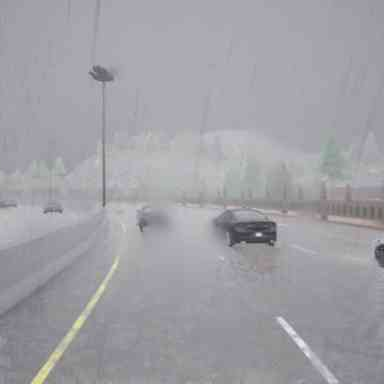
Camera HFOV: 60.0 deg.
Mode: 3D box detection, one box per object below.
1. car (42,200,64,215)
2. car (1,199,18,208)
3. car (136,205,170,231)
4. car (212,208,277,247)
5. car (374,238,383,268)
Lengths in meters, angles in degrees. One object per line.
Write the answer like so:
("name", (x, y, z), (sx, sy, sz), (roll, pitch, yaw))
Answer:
("car", (-15.523, 1.674, 37.184), (1.837, 1.490, 4.892), (0, -1, -25))
("car", (-29.943, 1.922, 54.402), (2.033, 1.411, 5.357), (0, 0, -38))
("car", (-2.505, 1.560, 21.040), (1.812, 1.442, 4.674), (0, 0, -12))
("car", (2.186, 1.477, 15.104), (1.882, 1.535, 5.008), (0, 0, -8))
("car", (6.551, 1.497, 8.137), (1.812, 1.442, 4.674), (0, 0, -5))
